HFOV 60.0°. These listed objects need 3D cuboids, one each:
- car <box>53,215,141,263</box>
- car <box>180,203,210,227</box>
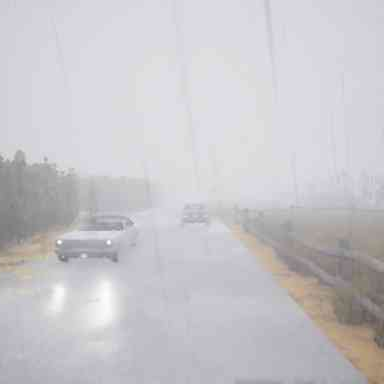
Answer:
[{"bbox_3d":[-3.127,1.536,11.863,1.895,1.301,4.718,0,0,1],"label":"car"},{"bbox_3d":[0.192,1.433,21.912,2.033,1.411,5.357,0,0,-1],"label":"car"}]
